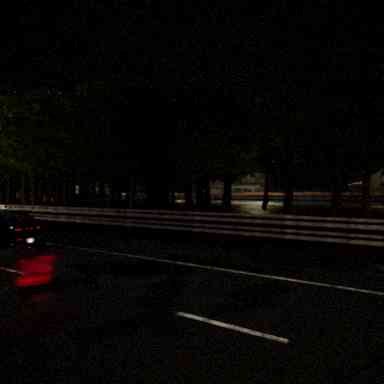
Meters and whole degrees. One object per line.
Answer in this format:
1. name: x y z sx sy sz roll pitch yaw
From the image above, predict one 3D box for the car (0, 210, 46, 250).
1. car: -7.969 1.521 13.615 4.892 1.490 1.837 0 0 34
